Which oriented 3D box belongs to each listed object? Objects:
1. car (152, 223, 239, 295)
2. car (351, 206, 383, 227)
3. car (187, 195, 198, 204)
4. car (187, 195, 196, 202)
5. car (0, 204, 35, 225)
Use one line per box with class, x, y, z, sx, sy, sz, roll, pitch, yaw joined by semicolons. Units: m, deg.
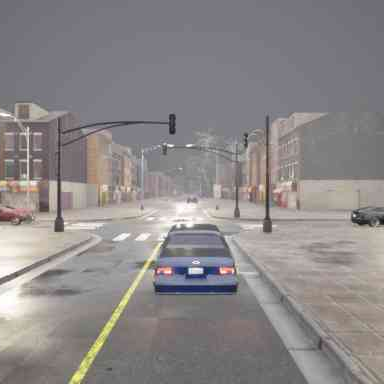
car;0.069;1.549;8.848;2.033;1.411;5.357;0;0;0
car;12.325;1.522;20.981;4.313;1.339;1.947;0;0;0
car;0.019;1.409;66.122;2.097;1.767;4.553;0;0;0
car;-0.093;1.550;75.782;1.882;1.535;5.008;0;0;0
car;-13.575;1.572;23.512;4.674;1.442;1.812;0;0;0
